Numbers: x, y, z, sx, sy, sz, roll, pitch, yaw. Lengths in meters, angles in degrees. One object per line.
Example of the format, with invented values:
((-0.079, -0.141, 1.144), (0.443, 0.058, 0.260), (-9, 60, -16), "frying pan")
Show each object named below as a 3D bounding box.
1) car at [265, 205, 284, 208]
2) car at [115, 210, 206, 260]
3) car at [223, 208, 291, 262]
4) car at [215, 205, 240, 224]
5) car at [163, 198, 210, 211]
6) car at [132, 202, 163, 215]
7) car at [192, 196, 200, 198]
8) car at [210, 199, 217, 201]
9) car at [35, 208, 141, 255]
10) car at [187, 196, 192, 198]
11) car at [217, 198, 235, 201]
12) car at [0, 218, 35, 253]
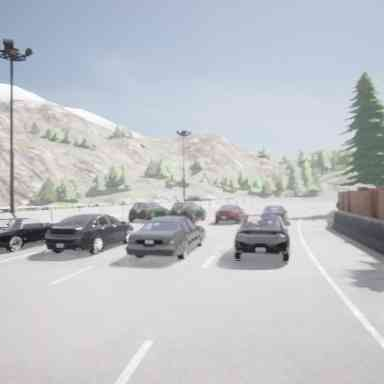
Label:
((6.293, 1.726, 25.345), (2.033, 1.411, 5.357), (-1, -1, 19), "car")
((-0.802, 1.670, 13.130), (2.033, 1.411, 5.357), (-1, 0, 13), "car")
((2.685, 1.585, 12.630), (2.128, 1.511, 4.902), (-1, 0, 14), "car")
((3.112, 1.741, 26.829), (1.812, 1.442, 4.674), (-1, 0, 19), "car")
((-0.314, 1.597, 27.648), (2.097, 1.767, 4.553), (-1, -1, 19), "car")
((-3.635, 1.630, 28.756), (2.097, 1.767, 4.553), (-1, -1, 19), "car")
((2.733, 2.155, 79.410), (1.882, 1.535, 5.008), (-1, -1, 35), "car")
((5.484, 2.236, 77.240), (1.895, 1.301, 4.718), (-1, -1, 35), "car")
((-4.132, 1.663, 14.218), (1.837, 1.490, 4.892), (-1, 0, 14), "car")
((-0.053, 1.939, 81.532), (2.150, 2.045, 5.566), (-1, -1, 35), "car")
((8.272, 2.095, 75.117), (1.837, 1.490, 4.892), (-1, -1, 35), "car")
((-7.590, 1.787, 14.826), (1.895, 1.301, 4.718), (-1, 0, 13), "car")
